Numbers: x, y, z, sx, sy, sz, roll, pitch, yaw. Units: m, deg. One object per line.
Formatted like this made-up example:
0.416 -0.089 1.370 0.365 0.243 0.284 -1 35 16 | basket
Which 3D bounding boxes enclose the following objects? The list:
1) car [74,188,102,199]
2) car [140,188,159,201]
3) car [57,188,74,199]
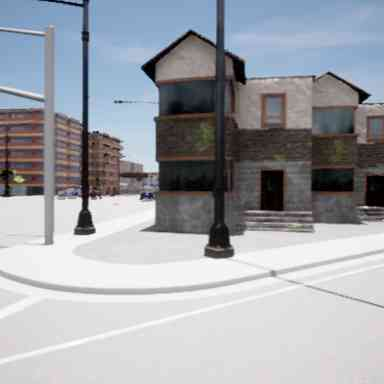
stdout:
-14.986 0.265 49.064 1.812 1.442 4.674 0 1 11 | car
-5.212 0.209 43.817 2.097 1.767 4.553 0 1 10 | car
-18.317 0.186 50.280 1.882 1.535 5.008 0 1 11 | car
